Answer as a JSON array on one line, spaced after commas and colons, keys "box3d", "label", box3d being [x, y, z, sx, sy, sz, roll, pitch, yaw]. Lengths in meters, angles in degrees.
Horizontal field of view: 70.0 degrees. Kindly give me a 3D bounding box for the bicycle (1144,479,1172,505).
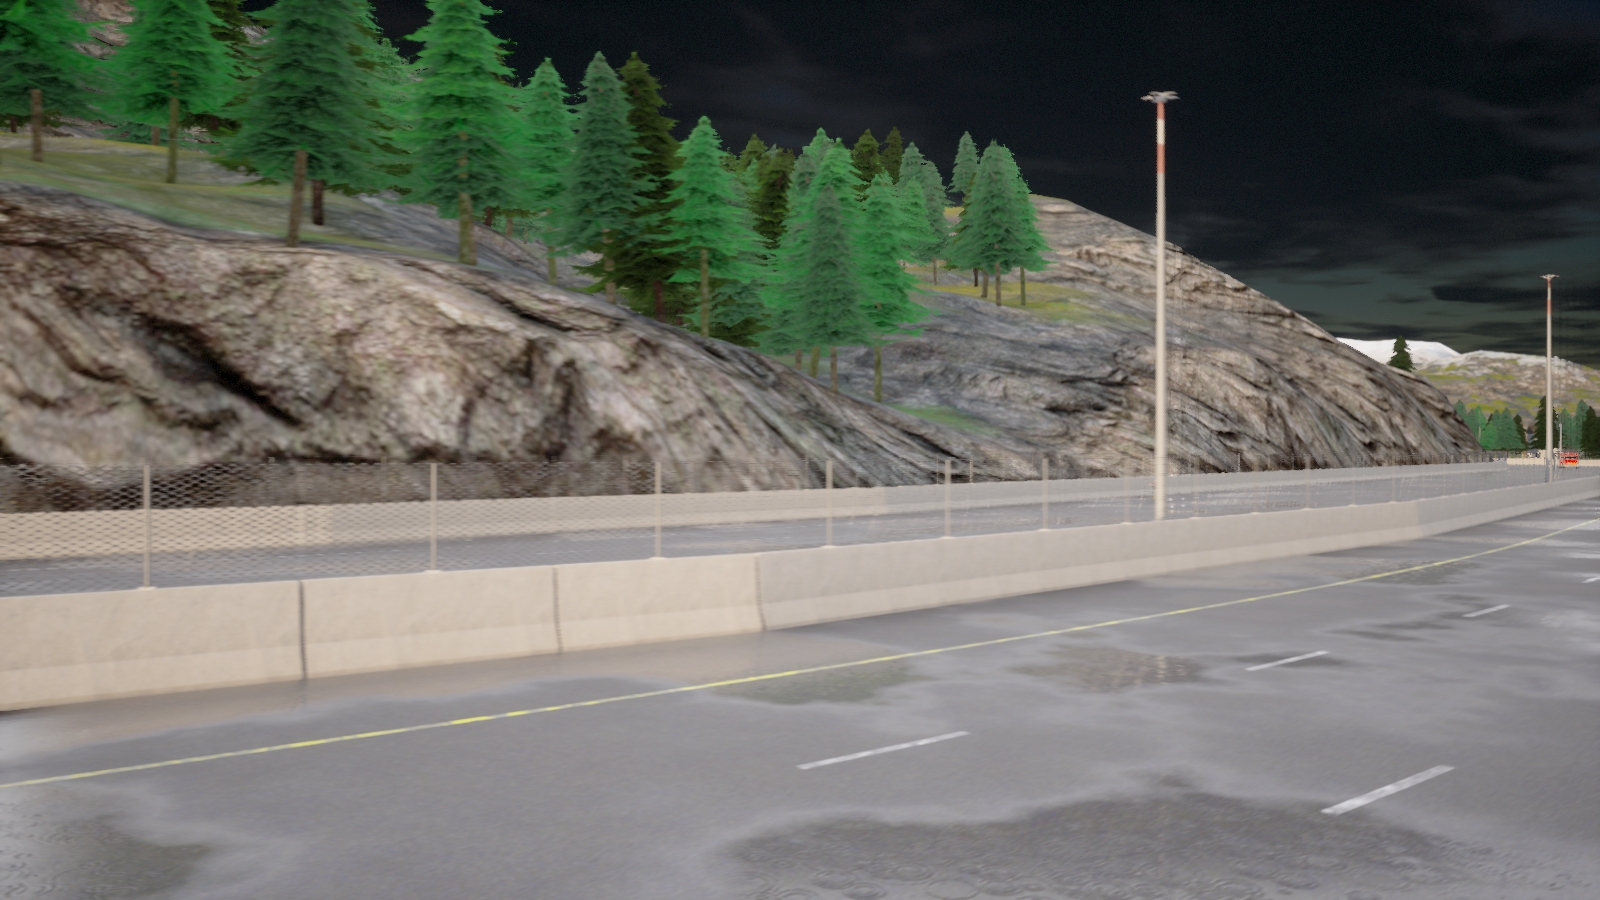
[{"box3d": [18.830, 2.200, 60.108, 0.859, 1.295, 1.487, 0, 0, 41], "label": "bicycle"}]
